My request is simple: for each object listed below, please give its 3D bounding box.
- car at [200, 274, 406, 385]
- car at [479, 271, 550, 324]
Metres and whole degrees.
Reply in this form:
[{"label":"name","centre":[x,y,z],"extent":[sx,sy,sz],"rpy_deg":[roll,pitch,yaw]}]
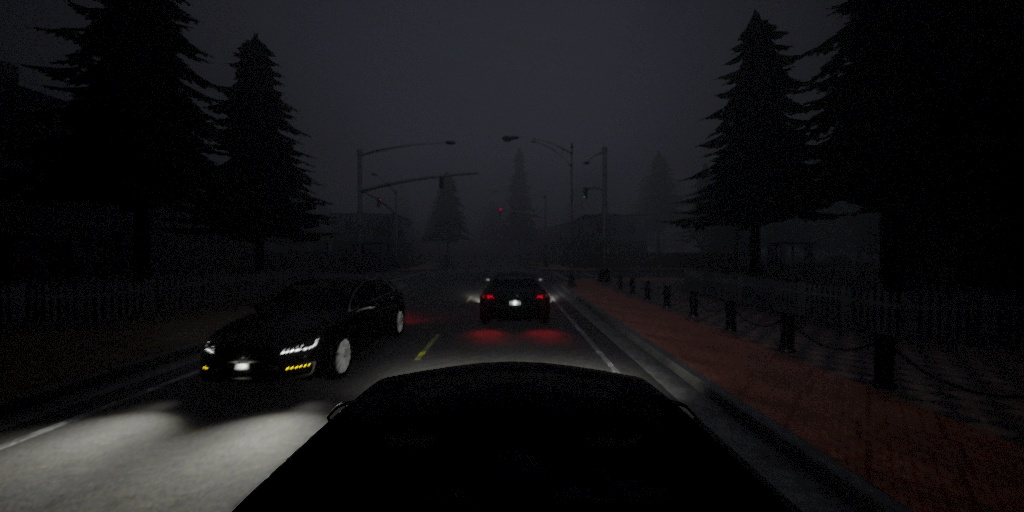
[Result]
[{"label":"car","centre":[-3.576,1.171,7.186],"extent":[1.837,1.490,4.892],"rpy_deg":[0,1,0]},{"label":"car","centre":[0.073,1.167,11.343],"extent":[1.994,1.385,4.181],"rpy_deg":[0,1,0]}]
